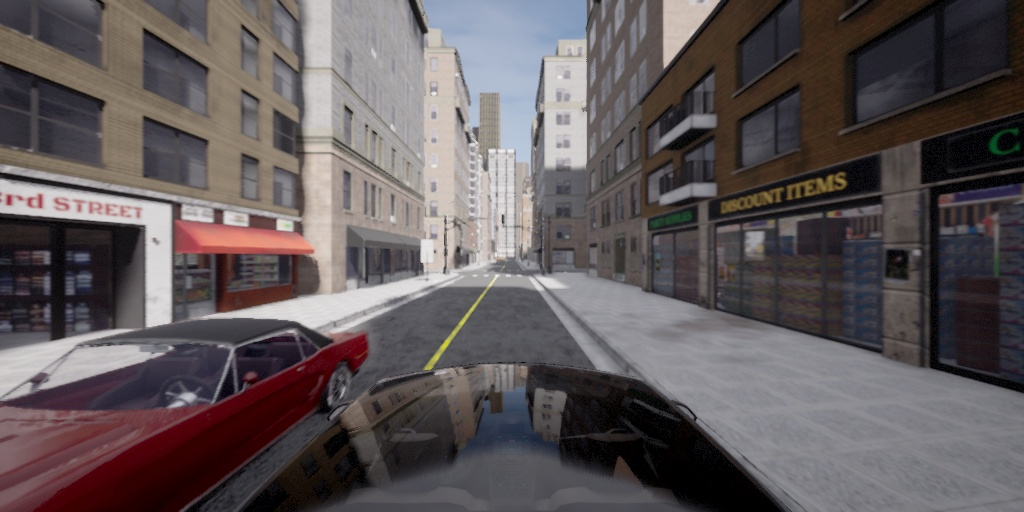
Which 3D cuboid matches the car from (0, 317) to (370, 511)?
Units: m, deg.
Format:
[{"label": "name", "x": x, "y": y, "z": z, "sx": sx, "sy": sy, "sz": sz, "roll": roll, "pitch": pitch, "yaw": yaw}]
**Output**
[{"label": "car", "x": -3.100, "y": 1.351, "z": 3.242, "sx": 1.895, "sy": 1.301, "sz": 4.718, "roll": 0, "pitch": 0, "yaw": 0}]
